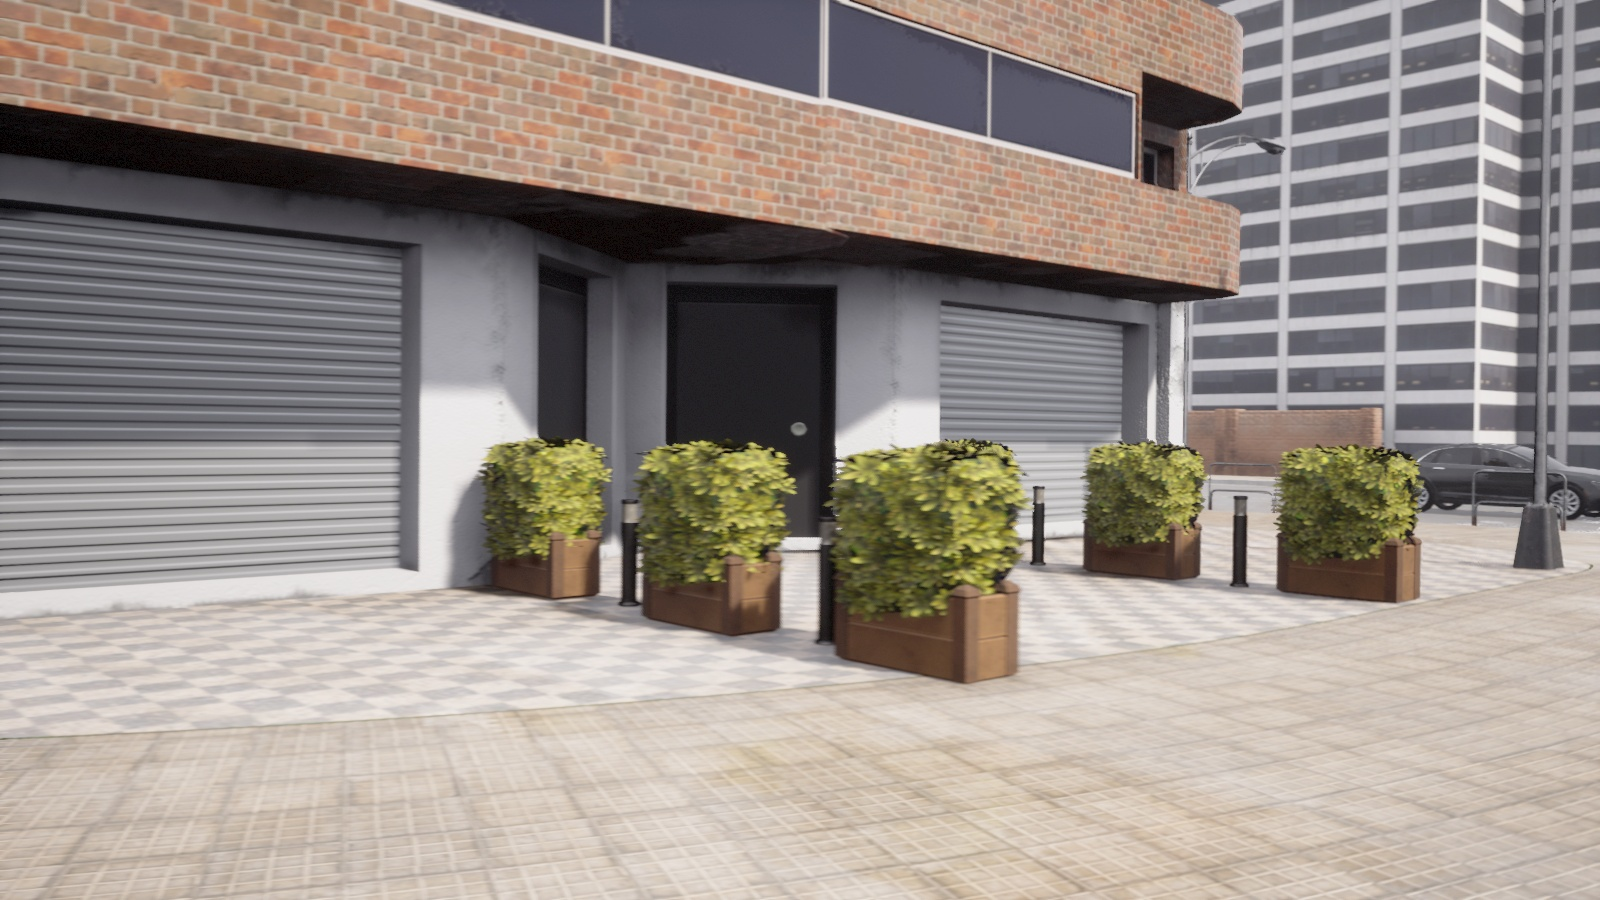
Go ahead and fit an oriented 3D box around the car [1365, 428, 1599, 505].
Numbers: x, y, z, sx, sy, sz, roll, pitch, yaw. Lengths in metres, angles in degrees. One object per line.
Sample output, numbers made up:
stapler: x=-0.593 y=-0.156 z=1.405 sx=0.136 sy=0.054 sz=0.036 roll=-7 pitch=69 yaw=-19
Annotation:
car: x=14.801 y=0.305 z=26.532 sx=1.837 sy=1.490 sz=4.892 roll=-1 pitch=1 yaw=-41
